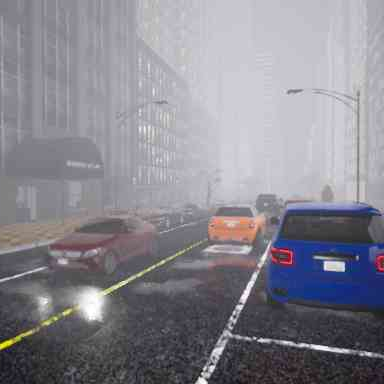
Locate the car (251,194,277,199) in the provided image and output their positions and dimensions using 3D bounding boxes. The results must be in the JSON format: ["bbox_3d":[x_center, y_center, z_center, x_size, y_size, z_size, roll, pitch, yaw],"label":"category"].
[{"bbox_3d":[7.316,1.200,31.802,2.150,2.045,5.566,0,0,17],"label":"car"}]

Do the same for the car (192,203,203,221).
[{"bbox_3d":[-0.127,1.556,27.130,1.802,1.307,4.206,0,0,17],"label":"car"}]

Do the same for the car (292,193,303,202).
[{"bbox_3d":[23.205,1.271,73.417,2.192,1.841,5.009,0,0,17],"label":"car"}]

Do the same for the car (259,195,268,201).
[{"bbox_3d":[18.620,1.502,86.773,1.947,1.339,4.313,0,0,17],"label":"car"}]

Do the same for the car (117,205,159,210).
[{"bbox_3d":[-3.536,1.525,16.286,1.887,1.381,4.507,0,0,17],"label":"car"}]

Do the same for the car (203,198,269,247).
[{"bbox_3d":[2.212,1.340,15.236,2.097,1.767,4.553,0,0,17],"label":"car"}]

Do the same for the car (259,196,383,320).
[{"bbox_3d":[2.973,1.224,7.628,2.150,2.045,5.566,0,0,17],"label":"car"}]

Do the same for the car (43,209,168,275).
[{"bbox_3d":[-2.580,1.512,10.666,1.812,1.442,4.674,0,0,17],"label":"car"}]

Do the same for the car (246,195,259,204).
[{"bbox_3d":[11.802,1.391,65.084,1.967,1.590,4.097,0,0,17],"label":"car"}]

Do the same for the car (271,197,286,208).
[{"bbox_3d":[12.681,1.533,48.538,1.994,1.385,4.181,0,0,17],"label":"car"}]

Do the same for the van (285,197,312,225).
[{"bbox_3d":[7.866,1.327,24.617,1.690,1.788,3.998,0,0,17],"label":"van"}]

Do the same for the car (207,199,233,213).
[{"bbox_3d":[3.281,1.519,37.974,2.008,1.369,4.403,0,0,17],"label":"car"}]

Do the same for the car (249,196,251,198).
[{"bbox_3d":[10.099,1.536,59.662,1.802,1.307,4.206,0,0,17],"label":"car"}]

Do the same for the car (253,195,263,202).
[{"bbox_3d":[15.161,1.469,75.767,1.752,1.417,4.829,0,0,17],"label":"car"}]

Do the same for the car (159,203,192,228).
[{"bbox_3d":[-1.832,1.528,21.708,2.008,1.369,4.403,0,0,17],"label":"car"}]
